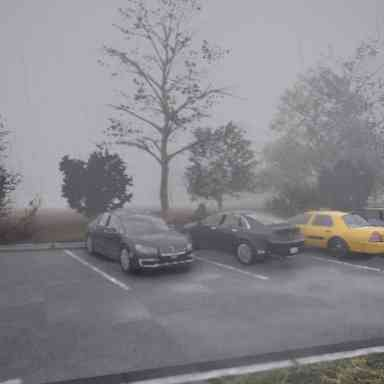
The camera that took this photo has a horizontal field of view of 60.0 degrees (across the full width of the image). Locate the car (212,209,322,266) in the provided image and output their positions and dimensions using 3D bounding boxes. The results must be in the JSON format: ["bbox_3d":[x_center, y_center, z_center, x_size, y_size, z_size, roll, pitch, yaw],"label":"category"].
[{"bbox_3d":[1.451,1.348,11.204,2.231,1.521,4.892,0,0,-35],"label":"car"}]

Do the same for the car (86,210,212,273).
[{"bbox_3d":[-1.832,1.348,10.343,2.231,1.521,4.892,0,0,-35],"label":"car"}]

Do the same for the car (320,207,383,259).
[{"bbox_3d":[4.618,1.343,12.232,1.946,1.575,5.366,0,0,-35],"label":"car"}]
